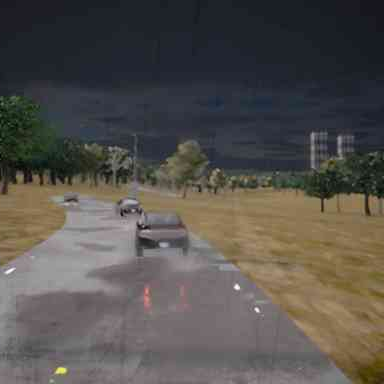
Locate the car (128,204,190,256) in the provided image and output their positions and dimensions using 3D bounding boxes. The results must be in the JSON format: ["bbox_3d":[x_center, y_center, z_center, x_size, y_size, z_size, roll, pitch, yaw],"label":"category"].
[{"bbox_3d":[-1.270,1.455,13.021,2.128,1.511,4.902,0,1,-9],"label":"car"}]

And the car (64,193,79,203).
[{"bbox_3d":[-17.518,0.818,48.179,2.033,1.411,5.357,0,1,-24],"label":"car"}]

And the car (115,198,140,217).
[{"bbox_3d":[-5.429,1.260,28.528,1.812,1.442,4.674,0,1,-20],"label":"car"}]
